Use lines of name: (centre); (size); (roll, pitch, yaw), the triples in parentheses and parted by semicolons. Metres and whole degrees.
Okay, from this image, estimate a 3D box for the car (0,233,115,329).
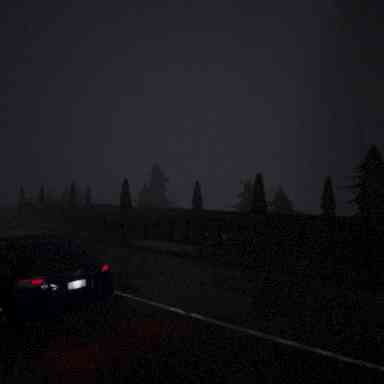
car: (-3.530, 1.583, 7.100); (4.181, 1.385, 1.994); (0, 0, 40)
